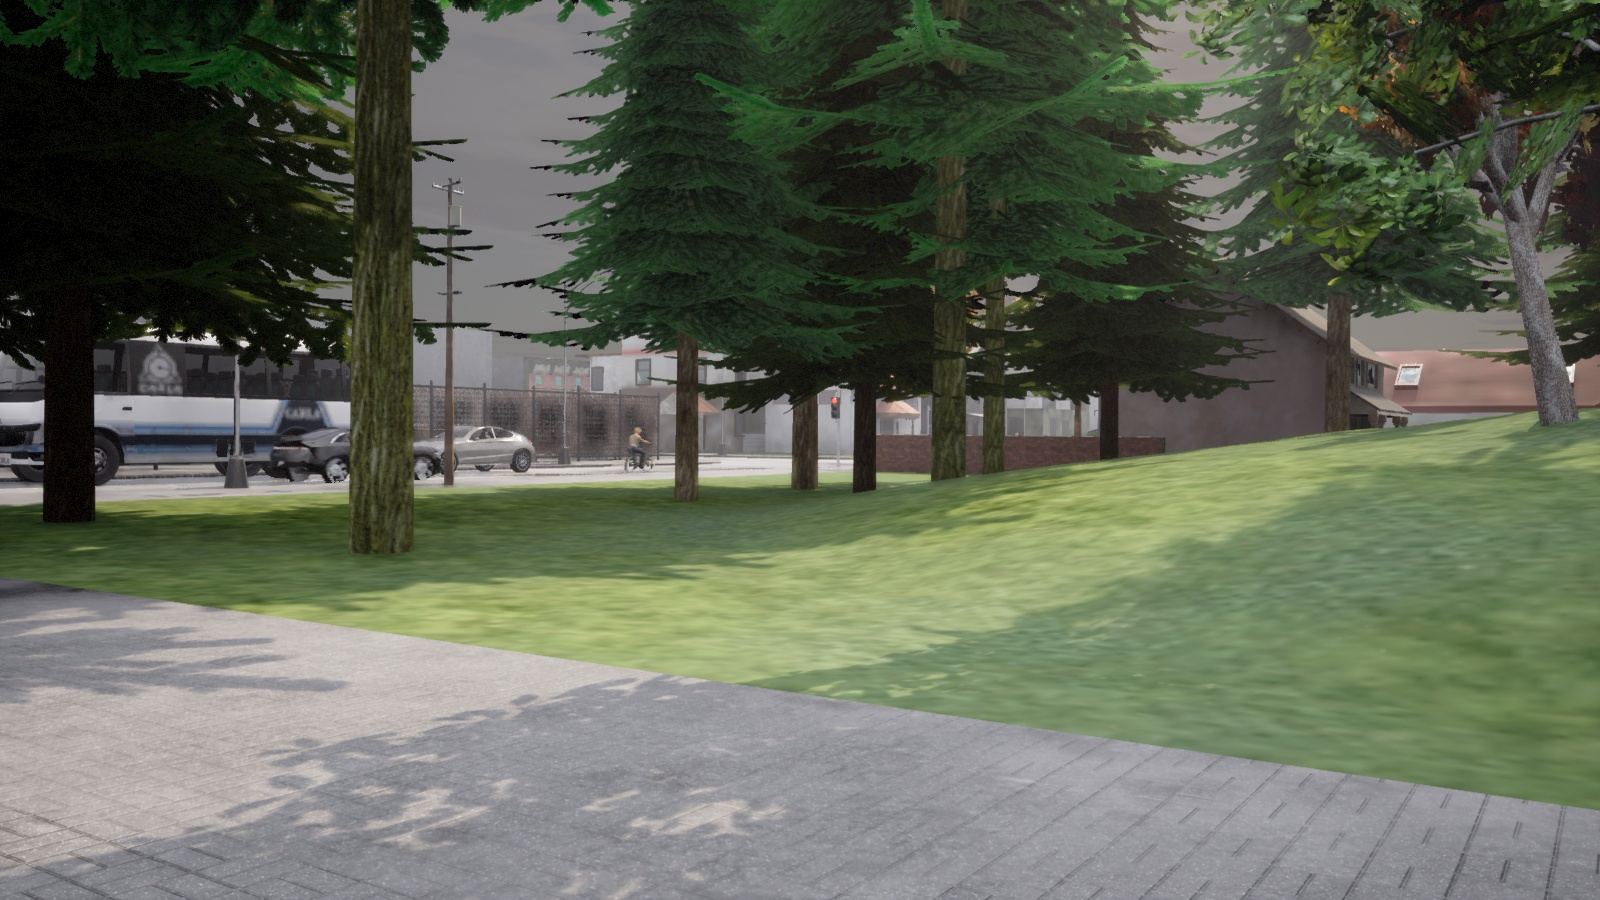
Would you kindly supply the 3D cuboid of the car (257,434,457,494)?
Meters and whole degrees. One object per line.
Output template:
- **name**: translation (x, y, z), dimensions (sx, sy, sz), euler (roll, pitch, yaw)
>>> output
- **car**: translation (-12.152, 0.323, 34.764), dimensions (2.128, 1.511, 4.902), euler (0, 1, 34)

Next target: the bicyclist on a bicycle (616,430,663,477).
- **bicyclist on a bicycle**: translation (-5.684, 0.112, 44.500), dimensions (0.866, 1.612, 1.509), euler (0, 1, 33)

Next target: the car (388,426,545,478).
- **car**: translation (-11.381, 0.023, 43.183), dimensions (2.152, 1.651, 5.027), euler (0, 1, 34)

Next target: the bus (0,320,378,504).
- **bus**: translation (-17.169, -0.961, 34.546), dimensions (3.944, 4.253, 10.273), euler (0, 1, 32)
